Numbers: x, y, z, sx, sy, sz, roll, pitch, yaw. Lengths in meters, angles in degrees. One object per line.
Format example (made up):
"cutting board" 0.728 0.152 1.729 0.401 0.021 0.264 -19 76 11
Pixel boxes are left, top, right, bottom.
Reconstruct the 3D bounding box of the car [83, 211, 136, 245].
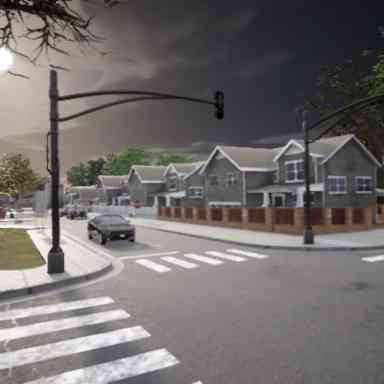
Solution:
"car" -4.785 2.073 19.447 1.882 1.535 5.008 -1 -1 -28

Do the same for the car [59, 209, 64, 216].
"car" -20.977 3.260 55.275 1.812 1.442 4.674 -1 -1 -28

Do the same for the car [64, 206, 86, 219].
"car" -15.987 2.765 46.139 2.097 1.767 4.553 -1 -1 -28

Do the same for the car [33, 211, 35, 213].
"car" -34.804 4.007 75.020 1.882 1.535 5.008 -1 -1 -28
